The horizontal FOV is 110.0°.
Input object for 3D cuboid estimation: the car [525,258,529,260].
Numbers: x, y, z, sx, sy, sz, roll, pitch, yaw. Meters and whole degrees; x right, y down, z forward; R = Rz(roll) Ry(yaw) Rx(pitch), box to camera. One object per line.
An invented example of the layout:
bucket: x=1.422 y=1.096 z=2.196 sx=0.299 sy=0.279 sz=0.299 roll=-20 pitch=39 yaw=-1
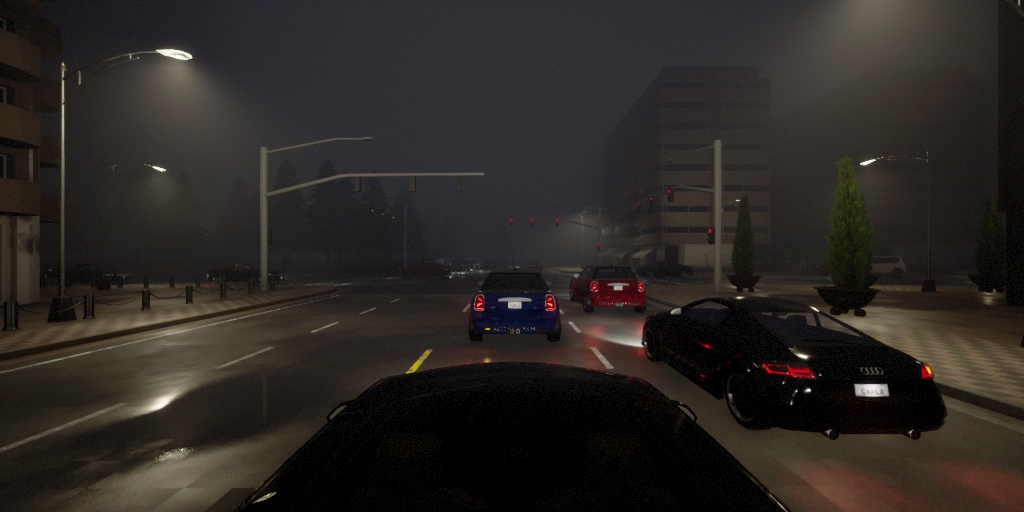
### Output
car: x=3.304 y=1.297 z=49.942 sx=2.033 sy=1.411 sz=5.357 roll=0 pitch=0 yaw=7

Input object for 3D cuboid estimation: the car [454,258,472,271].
car: x=-6.936 y=1.102 z=47.459 sx=2.097 sy=1.767 sz=4.553 roll=0 pitch=0 yaw=2

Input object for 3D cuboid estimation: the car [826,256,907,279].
car: x=33.022 y=1.026 z=33.185 sx=5.566 sy=2.045 sz=2.150 roll=0 pitch=0 yaw=0

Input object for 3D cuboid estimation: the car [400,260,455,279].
car: x=-7.922 y=1.310 z=33.008 sx=4.674 sy=1.442 sz=1.812 roll=0 pitch=0 yaw=0

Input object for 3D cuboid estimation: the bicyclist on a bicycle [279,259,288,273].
bicyclist on a bicycle: x=-25.635 y=1.106 z=40.208 sx=0.582 sy=1.620 sz=1.656 roll=0 pitch=0 yaw=0

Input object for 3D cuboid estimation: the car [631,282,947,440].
car: x=3.604 y=1.314 z=5.602 sx=1.994 sy=1.385 sz=4.181 roll=0 pitch=0 yaw=0

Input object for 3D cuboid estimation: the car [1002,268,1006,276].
car: x=52.893 y=1.471 z=36.675 sx=4.718 sy=1.301 sz=1.895 roll=0 pitch=0 yaw=0

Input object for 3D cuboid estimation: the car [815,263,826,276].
car: x=34.386 y=1.026 z=36.690 sx=5.566 sy=2.045 sz=2.150 roll=0 pitch=0 yaw=0

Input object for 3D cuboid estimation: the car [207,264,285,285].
car: x=-19.010 y=1.297 z=25.754 sx=4.902 sy=1.511 sz=2.128 roll=0 pitch=0 yaw=0

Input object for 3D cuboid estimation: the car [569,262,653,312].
car: x=3.598 y=1.102 z=14.242 sx=2.097 sy=1.767 sz=4.553 roll=0 pitch=0 yaw=0

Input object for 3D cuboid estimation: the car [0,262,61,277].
car: x=-49.538 y=1.353 z=36.265 sx=5.357 sy=1.411 sz=2.033 roll=0 pitch=0 yaw=0

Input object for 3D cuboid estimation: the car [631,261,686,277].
car: x=14.874 y=1.310 z=36.606 sx=4.892 sy=1.490 sz=1.837 roll=0 pitch=0 yaw=0

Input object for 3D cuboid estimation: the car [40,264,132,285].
car: x=-30.282 y=1.296 z=25.705 sx=4.902 sy=1.511 sz=2.128 roll=0 pitch=0 yaw=0

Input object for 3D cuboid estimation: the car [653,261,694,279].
car: x=14.064 y=1.283 z=33.101 sx=5.008 sy=1.535 sz=1.882 roll=0 pitch=0 yaw=0

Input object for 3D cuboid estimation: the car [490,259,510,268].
car: x=-2.070 y=1.241 z=62.040 sx=2.128 sy=1.511 sz=4.902 roll=0 pitch=0 yaw=15

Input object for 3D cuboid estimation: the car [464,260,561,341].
car: x=0.078 y=1.102 z=10.012 sx=2.097 sy=1.767 sz=4.553 roll=0 pitch=0 yaw=0
